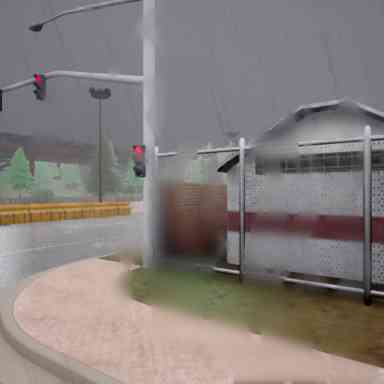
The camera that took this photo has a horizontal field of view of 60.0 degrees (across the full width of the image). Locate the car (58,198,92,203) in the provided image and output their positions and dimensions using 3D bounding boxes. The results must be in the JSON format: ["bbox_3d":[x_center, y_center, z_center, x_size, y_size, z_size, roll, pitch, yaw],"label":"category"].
[{"bbox_3d":[-14.704,1.492,41.583,2.128,1.511,4.902,0,0,34],"label":"car"}]
